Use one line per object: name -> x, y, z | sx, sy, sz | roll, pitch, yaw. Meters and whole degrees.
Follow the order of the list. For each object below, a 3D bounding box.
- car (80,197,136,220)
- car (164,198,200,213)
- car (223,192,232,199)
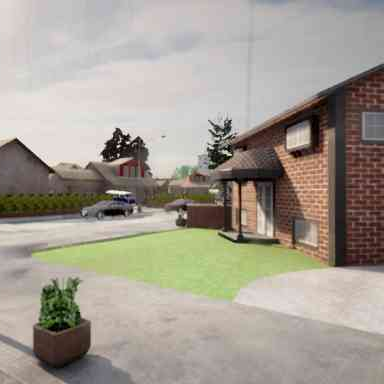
car -> -7.121, 1.481, 28.266 | 2.128, 1.511, 4.902 | 0, 0, 36
car -> -1.003, 1.467, 36.801 | 1.882, 1.535, 5.008 | 0, 0, 36
car -> 9.441, 0.967, 78.428 | 3.866, 1.878, 1.905 | 0, 0, -19
